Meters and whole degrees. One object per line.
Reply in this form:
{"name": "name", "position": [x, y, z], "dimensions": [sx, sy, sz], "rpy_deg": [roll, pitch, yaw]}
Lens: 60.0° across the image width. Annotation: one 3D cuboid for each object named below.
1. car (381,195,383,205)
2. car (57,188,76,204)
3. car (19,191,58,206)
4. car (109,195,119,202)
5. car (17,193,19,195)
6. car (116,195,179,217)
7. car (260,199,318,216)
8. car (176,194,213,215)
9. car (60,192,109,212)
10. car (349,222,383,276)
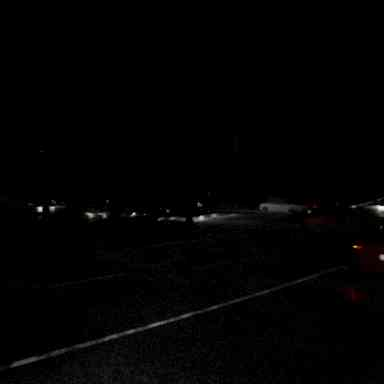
{"name": "car", "position": [22.845, 0.656, 37.844], "dimensions": [1.882, 1.535, 5.008], "rpy_deg": [-1, 1, 38]}
{"name": "car", "position": [-15.406, 0.543, 42.451], "dimensions": [5.566, 2.045, 2.150], "rpy_deg": [3, 3, 40]}
{"name": "car", "position": [-18.880, 0.847, 40.782], "dimensions": [4.892, 1.490, 1.837], "rpy_deg": [3, 3, 39]}
{"name": "car", "position": [-7.160, 1.118, 35.692], "dimensions": [4.892, 1.490, 1.837], "rpy_deg": [1, 2, 39]}
{"name": "car", "position": [-24.229, 0.450, 49.744], "dimensions": [4.718, 1.301, 1.895], "rpy_deg": [3, 3, 40]}
{"name": "car", "position": [-3.836, 1.275, 28.439], "dimensions": [4.902, 1.511, 2.128], "rpy_deg": [0, 2, 39]}
{"name": "car", "position": [7.840, 1.218, 27.590], "dimensions": [1.895, 1.301, 4.718], "rpy_deg": [-2, 1, -33]}
{"name": "car", "position": [-0.331, 1.062, 30.116], "dimensions": [4.553, 1.767, 2.097], "rpy_deg": [0, 1, 39]}
{"name": "car", "position": [-11.191, 1.125, 34.472], "dimensions": [5.008, 1.535, 1.882], "rpy_deg": [2, 2, 39]}
{"name": "car", "position": [5.985, 1.461, 9.127], "dimensions": [4.181, 1.385, 1.994], "rpy_deg": [-2, 1, -44]}
